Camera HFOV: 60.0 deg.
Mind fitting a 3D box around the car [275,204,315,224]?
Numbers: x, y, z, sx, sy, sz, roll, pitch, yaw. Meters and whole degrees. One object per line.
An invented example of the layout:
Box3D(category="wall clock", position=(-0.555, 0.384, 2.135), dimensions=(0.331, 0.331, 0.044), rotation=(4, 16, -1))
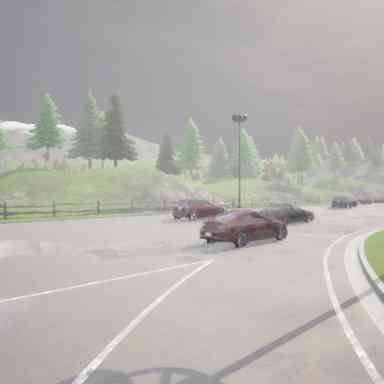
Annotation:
Box3D(category="car", position=(6.449, 1.540, 23.117), dimensions=(5.357, 1.411, 2.033), rotation=(0, 0, -42))

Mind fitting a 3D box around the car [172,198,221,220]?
Box3D(category="car", position=(0.623, 1.344, 27.288), dimensions=(4.553, 1.767, 2.097), rotation=(0, 0, -42))

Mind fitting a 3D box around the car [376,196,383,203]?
Box3D(category="car", position=(37.471, 1.533, 65.388), dimensions=(4.181, 1.385, 1.994), rotation=(0, 0, -42))

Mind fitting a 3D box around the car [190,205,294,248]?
Box3D(category="car", position=(2.344, 1.521, 14.699), dimensions=(4.674, 1.442, 1.812), rotation=(0, 0, -42))

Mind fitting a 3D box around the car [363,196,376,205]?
Box3D(category="car", position=(30.148, 1.508, 58.776), dimensions=(4.674, 1.442, 1.812), rotation=(0, 0, -42))

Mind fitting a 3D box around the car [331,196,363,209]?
Box3D(category="car", position=(21.111, 1.338, 45.777), dimensions=(4.553, 1.767, 2.097), rotation=(0, 0, -42))
